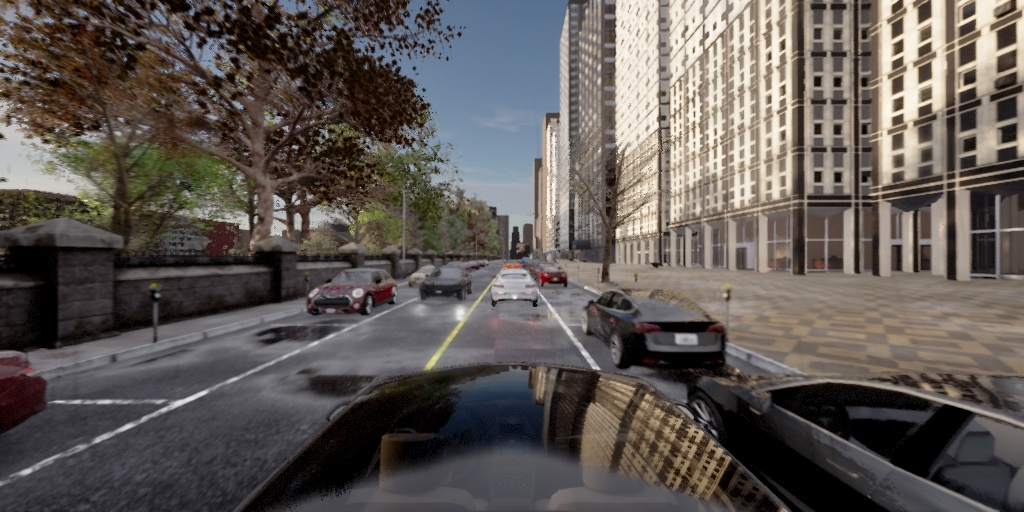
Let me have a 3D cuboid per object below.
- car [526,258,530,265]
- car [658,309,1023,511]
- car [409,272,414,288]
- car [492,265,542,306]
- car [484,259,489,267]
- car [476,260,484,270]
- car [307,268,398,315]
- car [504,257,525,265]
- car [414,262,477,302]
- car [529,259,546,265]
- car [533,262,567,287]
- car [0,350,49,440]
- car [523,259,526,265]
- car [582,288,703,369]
[{"bbox_3d":[2.694,1.218,35.775,1.967,1.591,4.097,0,0,0],"label":"car"},{"bbox_3d":[2.689,1.316,1.982,1.948,1.339,4.313,0,0,0],"label":"car"},{"bbox_3d":[-5.688,1.292,24.343,1.751,1.417,4.829,0,0,0],"label":"car"},{"bbox_3d":[0.103,1.284,15.658,1.812,1.442,4.674,0,0,0],"label":"car"},{"bbox_3d":[-5.684,1.364,63.937,1.888,1.381,4.507,0,0,0],"label":"car"},{"bbox_3d":[-5.685,1.345,52.673,1.888,1.381,4.507,0,0,0],"label":"car"},{"bbox_3d":[-5.690,1.197,13.248,1.967,1.591,4.097,0,0,0],"label":"car"},{"bbox_3d":[0.104,1.138,41.941,2.097,1.767,4.553,0,0,0],"label":"car"},{"bbox_3d":[-3.028,1.237,17.425,1.882,1.535,5.008,0,0,1],"label":"car"},{"bbox_3d":[2.693,1.211,30.143,1.967,1.591,4.097,0,0,0],"label":"car"},{"bbox_3d":[2.692,1.311,24.512,1.888,1.381,4.507,0,0,0],"label":"car"},{"bbox_3d":[-5.691,1.333,1.982,1.802,1.307,4.207,0,0,0],"label":"car"},{"bbox_3d":[2.693,1.335,41.407,2.007,1.370,4.403,0,0,0],"label":"car"},{"bbox_3d":[2.690,1.319,7.614,1.948,1.339,4.313,0,0,0],"label":"car"}]
